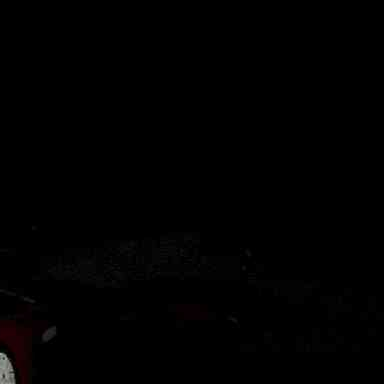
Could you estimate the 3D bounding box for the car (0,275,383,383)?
[{"bbox_3d":[-0.295,1.544,3.288,4.507,1.381,1.887,0,0,35],"label":"car"}]
